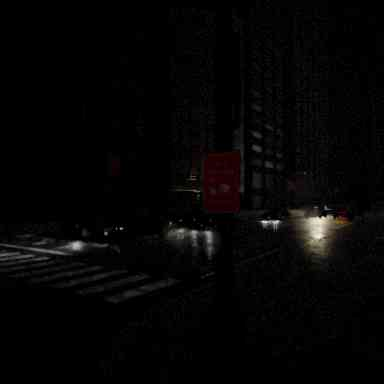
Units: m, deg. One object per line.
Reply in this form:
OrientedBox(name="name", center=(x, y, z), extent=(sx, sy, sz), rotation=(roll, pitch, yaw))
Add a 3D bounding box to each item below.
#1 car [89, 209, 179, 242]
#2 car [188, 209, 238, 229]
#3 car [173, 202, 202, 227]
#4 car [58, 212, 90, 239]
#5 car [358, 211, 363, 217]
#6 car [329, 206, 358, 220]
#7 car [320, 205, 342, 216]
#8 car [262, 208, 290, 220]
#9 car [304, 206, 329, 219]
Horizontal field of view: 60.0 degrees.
OrientedBox(name="car", center=(-3.169, 1.954, 19.415), extent=(2.128, 1.511, 4.902), rotation=(-1, -2, 33))
OrientedBox(name="car", center=(1.962, 2.278, 27.236), extent=(1.895, 1.301, 4.718), rotation=(-1, -2, 33))
OrientedBox(name="car", center=(-0.282, 1.956, 29.759), extent=(2.150, 2.045, 5.566), rotation=(-1, -2, 33))
OrientedBox(name="car", center=(-5.991, 1.972, 21.033), extent=(1.882, 1.535, 5.008), rotation=(-1, -2, 33))
OrientedBox(name="car", center=(23.843, 2.838, 48.647), extent=(2.033, 1.411, 5.357), rotation=(-1, -2, 33))
OrientedBox(name="car", center=(18.213, 2.557, 39.955), extent=(1.837, 1.490, 4.892), rotation=(-1, -2, 34))
OrientedBox(name="car", center=(21.122, 2.818, 50.426), extent=(2.128, 1.511, 4.902), rotation=(-1, -2, 33))
OrientedBox(name="car", center=(10.099, 2.566, 39.654), extent=(2.033, 1.411, 5.357), rotation=(-1, -2, 33))
OrientedBox(name="car", center=(15.702, 2.645, 42.053), extent=(2.033, 1.411, 5.357), rotation=(-1, -2, 34))
